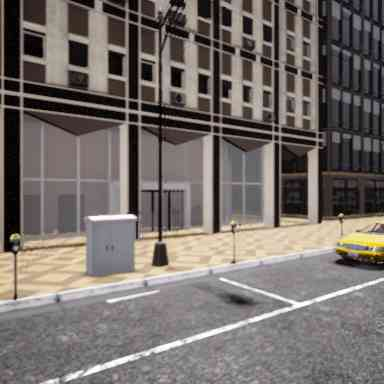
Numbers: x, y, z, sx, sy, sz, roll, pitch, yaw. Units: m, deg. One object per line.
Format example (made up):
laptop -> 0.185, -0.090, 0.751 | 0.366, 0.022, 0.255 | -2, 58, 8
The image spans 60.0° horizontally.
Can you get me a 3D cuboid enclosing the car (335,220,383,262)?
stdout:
car -> 6.816, 1.556, 11.427 | 4.829, 1.417, 1.752 | 0, 0, -36
